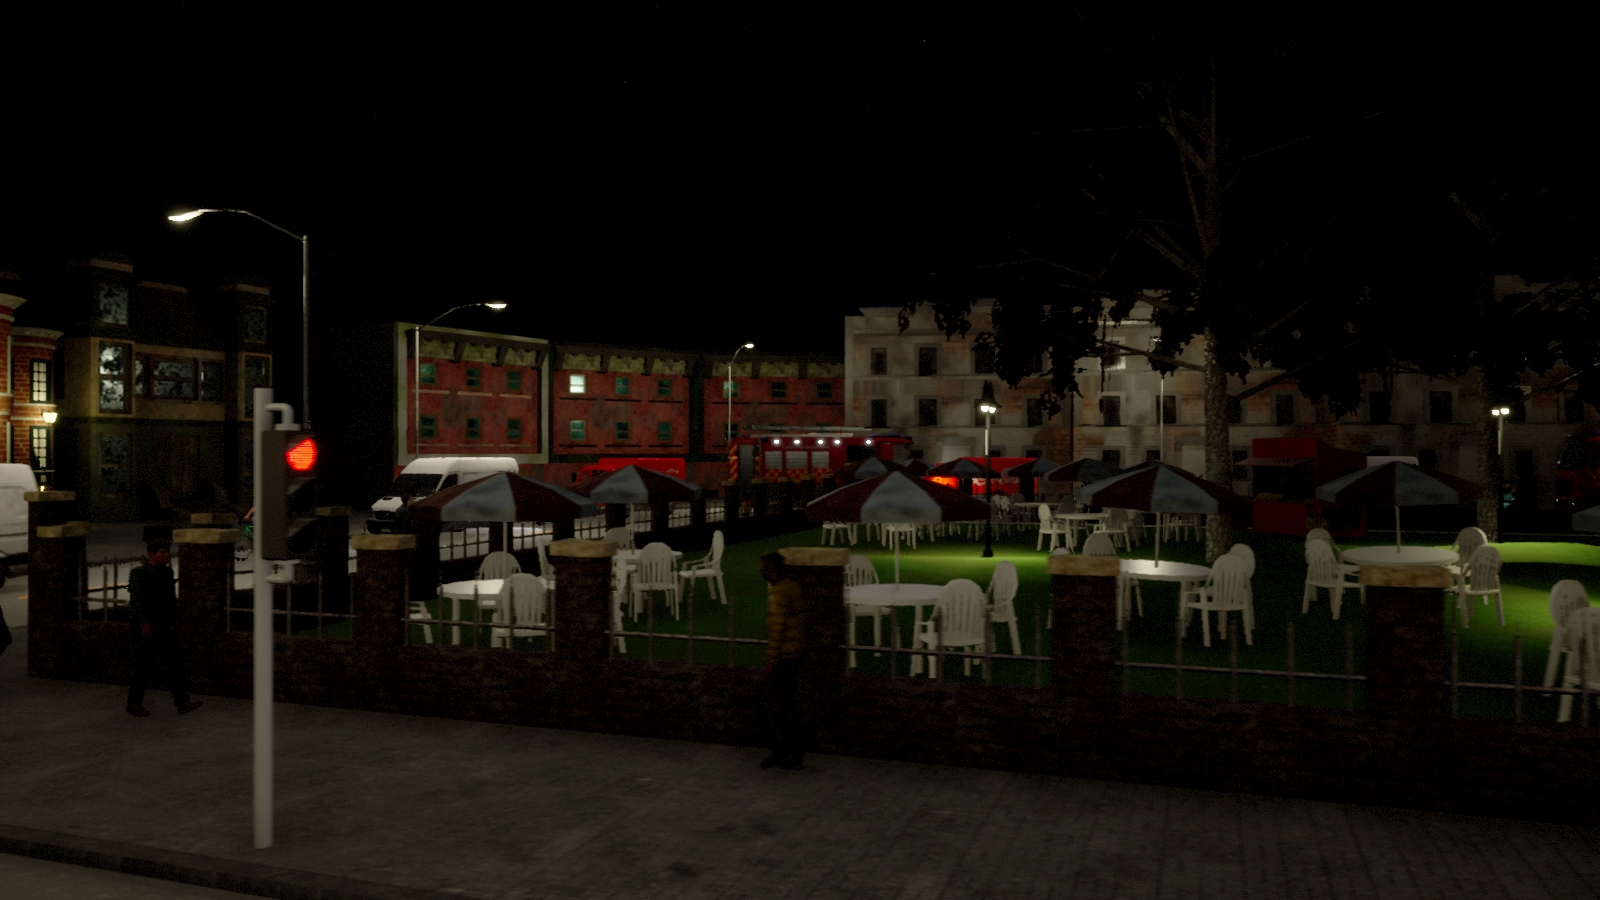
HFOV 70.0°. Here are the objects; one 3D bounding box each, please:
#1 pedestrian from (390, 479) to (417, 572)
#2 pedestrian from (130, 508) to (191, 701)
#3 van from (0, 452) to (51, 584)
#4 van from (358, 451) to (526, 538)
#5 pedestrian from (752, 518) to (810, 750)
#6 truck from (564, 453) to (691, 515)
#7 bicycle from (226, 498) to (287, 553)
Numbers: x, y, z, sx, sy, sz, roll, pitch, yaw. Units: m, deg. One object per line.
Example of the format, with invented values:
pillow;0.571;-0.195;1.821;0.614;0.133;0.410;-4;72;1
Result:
pedestrian;-8.037;1.517;23.163;0.375;1.860;0.375;0;0;33
pedestrian;-6.361;1.516;11.371;0.375;1.860;0.375;0;0;18
van;-17.109;1.313;20.686;1.988;2.561;5.915;0;0;20
van;-11.346;1.313;36.820;1.988;2.561;5.915;0;0;20
pedestrian;-0.156;1.515;9.549;0.375;1.860;0.375;0;0;19
truck;-7.163;1.348;48.032;2.627;2.467;5.204;0;0;30
bicycle;-13.974;1.934;29.408;0.373;1.296;1.643;0;0;20
